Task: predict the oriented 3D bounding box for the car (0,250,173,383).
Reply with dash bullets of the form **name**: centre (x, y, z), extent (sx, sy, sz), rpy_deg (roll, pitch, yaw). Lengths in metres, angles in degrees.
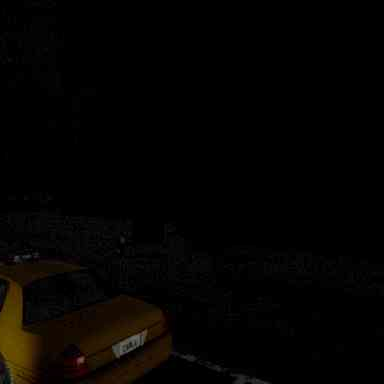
- **car**: centre (-2.511, 1.525, 4.751), extent (4.829, 1.417, 1.752), rpy_deg (0, 0, 36)
